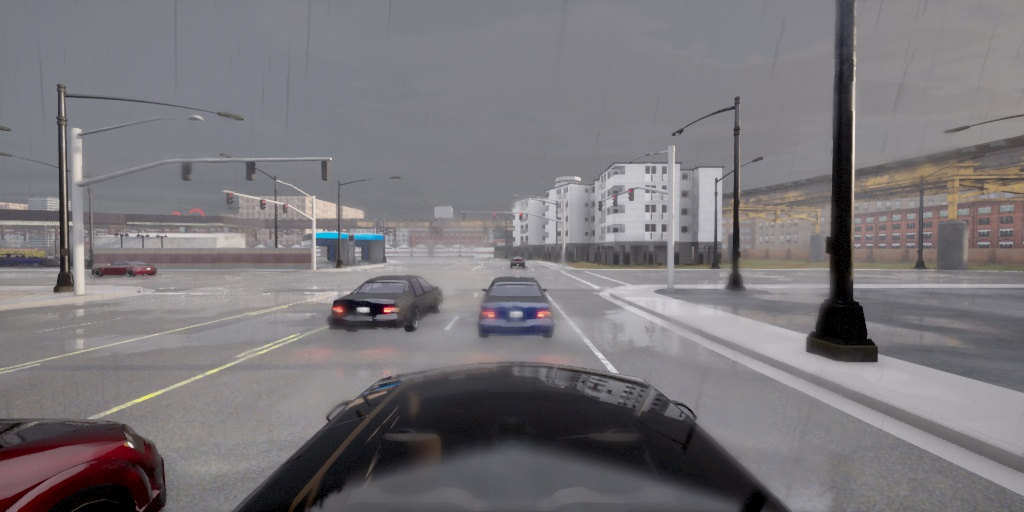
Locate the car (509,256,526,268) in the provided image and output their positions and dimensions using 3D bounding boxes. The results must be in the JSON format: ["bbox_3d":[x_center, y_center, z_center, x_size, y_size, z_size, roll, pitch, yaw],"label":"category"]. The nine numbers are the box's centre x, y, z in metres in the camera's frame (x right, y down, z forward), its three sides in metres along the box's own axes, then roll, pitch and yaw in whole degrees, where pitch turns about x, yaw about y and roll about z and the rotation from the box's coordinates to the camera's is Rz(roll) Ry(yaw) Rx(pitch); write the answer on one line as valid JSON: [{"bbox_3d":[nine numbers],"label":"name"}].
[{"bbox_3d":[0.708,0.772,46.092,1.837,1.490,4.892,0,1,0],"label":"car"}]

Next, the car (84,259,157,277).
[{"bbox_3d":[-33.459,1.084,30.983,4.181,1.385,1.994,0,1,-1],"label":"car"}]

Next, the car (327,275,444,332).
[{"bbox_3d":[-3.406,1.274,10.730,2.033,1.411,5.357,0,0,0],"label":"car"}]

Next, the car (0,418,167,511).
[{"bbox_3d":[-3.395,1.314,0.733,1.994,1.385,4.181,0,0,0],"label":"car"}]

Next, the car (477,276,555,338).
[{"bbox_3d":[0.090,1.279,10.128,2.033,1.411,5.357,0,0,0],"label":"car"}]
